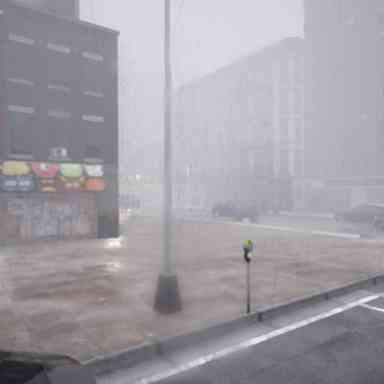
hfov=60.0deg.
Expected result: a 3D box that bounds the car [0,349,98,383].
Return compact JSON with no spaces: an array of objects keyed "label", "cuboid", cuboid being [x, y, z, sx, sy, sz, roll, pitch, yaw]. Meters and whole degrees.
[{"label":"car","cuboid":[-2.412,1.567,1.091,4.313,1.339,1.947,0,0,-36]}]

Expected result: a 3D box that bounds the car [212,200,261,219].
[{"label":"car","cuboid":[3.834,1.525,29.352,1.882,1.535,5.008,0,0,-36]}]

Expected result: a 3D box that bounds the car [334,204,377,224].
[{"label":"car","cuboid":[12.143,1.536,22.791,1.812,1.442,4.674,0,0,-36]}]

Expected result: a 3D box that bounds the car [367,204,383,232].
[{"label":"car","cuboid":[12.098,1.572,17.776,1.994,1.385,4.181,0,0,-35]}]

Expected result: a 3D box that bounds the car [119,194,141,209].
[{"label":"car","cuboid":[-9.325,1.337,47.882,2.150,2.045,5.566,0,0,-35]}]
